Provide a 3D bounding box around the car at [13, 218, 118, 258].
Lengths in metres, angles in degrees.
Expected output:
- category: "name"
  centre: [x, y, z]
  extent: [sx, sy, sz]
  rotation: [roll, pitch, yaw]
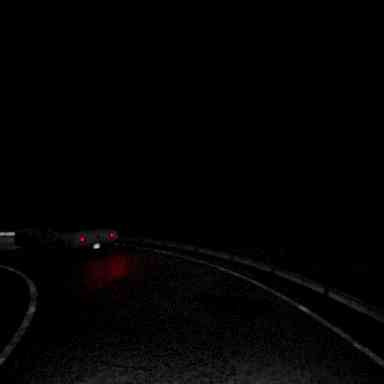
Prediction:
- category: "car"
  centre: [-5.253, 1.721, 13.409]
  extent: [4.718, 1.301, 1.895]
  rotation: [-1, 0, 37]
